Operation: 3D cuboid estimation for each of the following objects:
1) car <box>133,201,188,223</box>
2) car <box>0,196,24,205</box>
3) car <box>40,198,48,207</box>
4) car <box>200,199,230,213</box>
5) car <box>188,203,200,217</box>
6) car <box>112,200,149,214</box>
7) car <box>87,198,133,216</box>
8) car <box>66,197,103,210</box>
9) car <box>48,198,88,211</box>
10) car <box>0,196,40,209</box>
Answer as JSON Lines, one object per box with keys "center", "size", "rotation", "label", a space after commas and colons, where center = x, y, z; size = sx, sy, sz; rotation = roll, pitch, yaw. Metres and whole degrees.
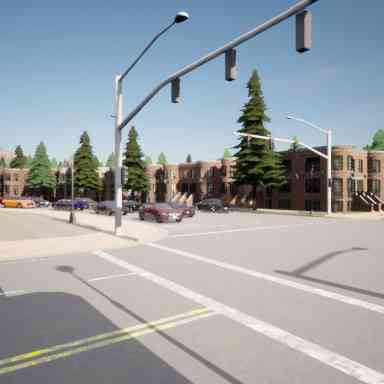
{"center": [-2.543, 1.526, 25.566], "size": [1.812, 1.442, 4.674], "rotation": [0, 0, -35], "label": "car"}
{"center": [-32.659, 1.478, 59.056], "size": [5.008, 1.535, 1.882], "rotation": [0, 0, 9], "label": "car"}
{"center": [-23.202, 1.492, 49.116], "size": [4.902, 1.511, 2.128], "rotation": [0, 0, 23], "label": "car"}
{"center": [2.147, 1.505, 37.215], "size": [1.837, 1.490, 4.892], "rotation": [0, 0, -37], "label": "car"}
{"center": [-1.553, 1.564, 30.084], "size": [1.994, 1.385, 4.181], "rotation": [0, 0, -37], "label": "car"}
{"center": [-6.908, 1.601, 37.017], "size": [1.895, 1.301, 4.718], "rotation": [0, 0, -41], "label": "car"}
{"center": [-8.215, 1.547, 33.250], "size": [2.033, 1.411, 5.357], "rotation": [0, 0, -38], "label": "car"}
{"center": [-14.256, 1.492, 43.852], "size": [4.902, 1.511, 2.128], "rotation": [0, 0, 36], "label": "car"}
{"center": [-14.898, 1.601, 40.030], "size": [4.718, 1.301, 1.895], "rotation": [0, 0, 38], "label": "car"}
{"center": [-23.615, 1.352, 45.436], "size": [4.553, 1.767, 2.097], "rotation": [0, 0, 25], "label": "car"}
